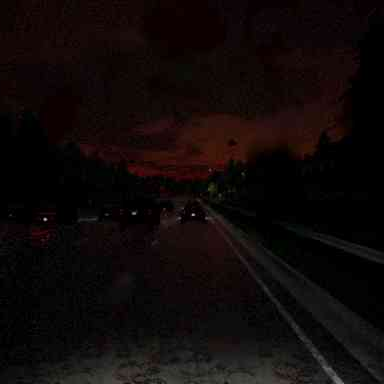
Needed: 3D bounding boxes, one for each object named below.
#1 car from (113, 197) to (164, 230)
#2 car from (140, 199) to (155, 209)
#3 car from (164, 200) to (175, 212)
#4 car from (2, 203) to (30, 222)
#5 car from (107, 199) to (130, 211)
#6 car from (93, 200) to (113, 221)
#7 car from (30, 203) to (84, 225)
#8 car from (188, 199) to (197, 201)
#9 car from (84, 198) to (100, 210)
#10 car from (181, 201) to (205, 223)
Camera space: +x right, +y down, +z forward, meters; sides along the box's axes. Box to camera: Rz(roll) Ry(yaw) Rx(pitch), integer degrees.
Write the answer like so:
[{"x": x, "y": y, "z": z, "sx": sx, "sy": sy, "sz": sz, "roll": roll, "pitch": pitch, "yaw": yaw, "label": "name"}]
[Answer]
[{"x": -3.445, "y": 1.379, "z": 22.628, "sx": 2.150, "sy": 2.045, "sz": 5.566, "roll": 0, "pitch": 0, "yaw": 0, "label": "car"}, {"x": -6.913, "y": 1.880, "z": 51.886, "sx": 1.812, "sy": 1.442, "sz": 4.674, "roll": 0, "pitch": 0, "yaw": 0, "label": "car"}, {"x": -3.416, "y": 1.806, "z": 43.836, "sx": 1.837, "sy": 1.490, "sz": 4.892, "roll": 0, "pitch": 0, "yaw": 0, "label": "car"}, {"x": -13.908, "y": 1.670, "z": 28.014, "sx": 1.882, "sy": 1.535, "sz": 5.008, "roll": 0, "pitch": 0, "yaw": 0, "label": "car"}, {"x": -10.412, "y": 1.815, "z": 47.310, "sx": 2.128, "sy": 1.511, "sz": 4.902, "roll": 0, "pitch": 0, "yaw": 0, "label": "car"}, {"x": -6.908, "y": 1.679, "z": 29.453, "sx": 1.882, "sy": 1.535, "sz": 5.008, "roll": 0, "pitch": 0, "yaw": 0, "label": "car"}, {"x": -10.407, "y": 1.685, "z": 26.012, "sx": 1.837, "sy": 1.490, "sz": 4.892, "roll": 0, "pitch": 0, "yaw": 0, "label": "car"}, {"x": 0.086, "y": 1.826, "z": 51.127, "sx": 1.882, "sy": 1.535, "sz": 5.008, "roll": 0, "pitch": 0, "yaw": 0, "label": "car"}, {"x": -13.912, "y": 1.677, "z": 47.591, "sx": 2.097, "sy": 1.767, "sz": 4.553, "roll": 0, "pitch": 0, "yaw": 0, "label": "car"}, {"x": 0.091, "y": 1.754, "z": 27.852, "sx": 1.994, "sy": 1.385, "sz": 4.181, "roll": 0, "pitch": 0, "yaw": 0, "label": "car"}]
